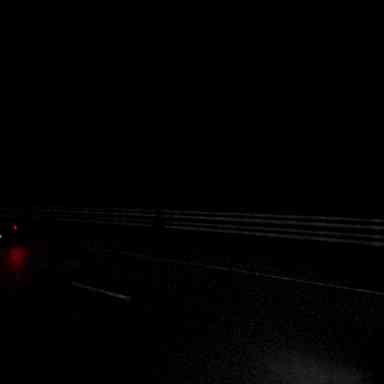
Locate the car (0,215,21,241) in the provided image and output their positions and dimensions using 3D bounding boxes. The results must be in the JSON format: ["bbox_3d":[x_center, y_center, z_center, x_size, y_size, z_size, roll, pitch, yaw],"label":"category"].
[{"bbox_3d":[-10.029,1.635,15.442,4.718,1.301,1.895,-1,0,35],"label":"car"}]
